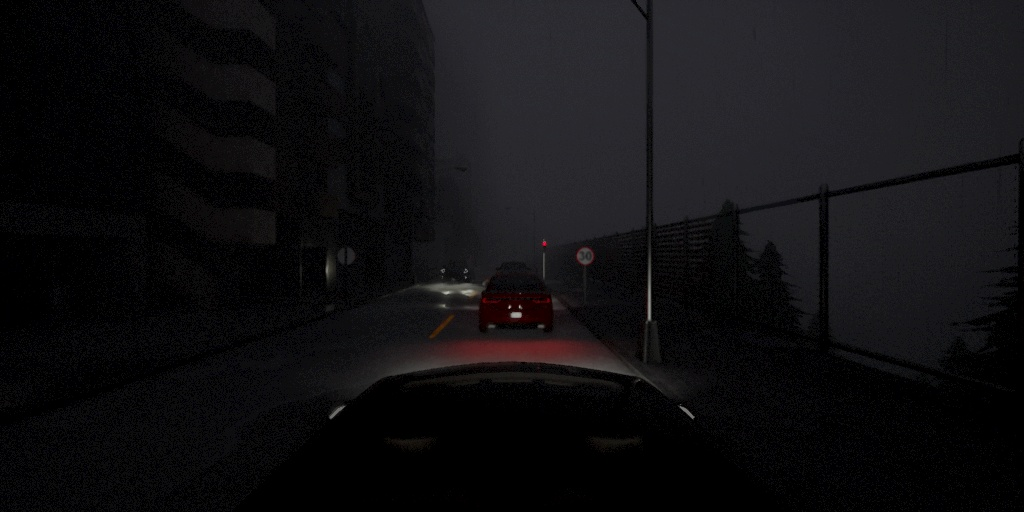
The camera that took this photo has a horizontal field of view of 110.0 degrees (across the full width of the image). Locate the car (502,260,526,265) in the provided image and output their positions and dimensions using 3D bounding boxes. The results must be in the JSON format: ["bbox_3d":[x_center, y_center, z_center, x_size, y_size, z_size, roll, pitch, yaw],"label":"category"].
[{"bbox_3d":[0.092,1.063,21.130,2.097,1.767,4.553,0,0,0],"label":"car"}]

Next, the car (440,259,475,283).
[{"bbox_3d":[-4.042,1.050,27.120,2.097,1.767,4.553,0,0,1],"label":"car"}]

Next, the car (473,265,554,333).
[{"bbox_3d":[0.095,1.209,10.761,1.882,1.535,5.008,0,0,0],"label":"car"}]
